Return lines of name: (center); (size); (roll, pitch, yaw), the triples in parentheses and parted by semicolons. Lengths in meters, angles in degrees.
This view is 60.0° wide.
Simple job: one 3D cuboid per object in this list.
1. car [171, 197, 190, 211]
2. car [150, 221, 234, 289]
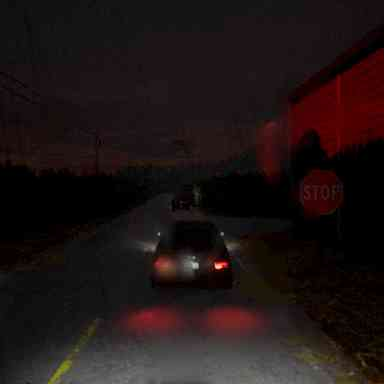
car: (-1.299, 1.272, 36.690); (2.128, 1.511, 4.902); (0, 0, -4)
car: (-0.028, 1.493, 9.098); (2.033, 1.411, 5.357); (0, 0, -1)
